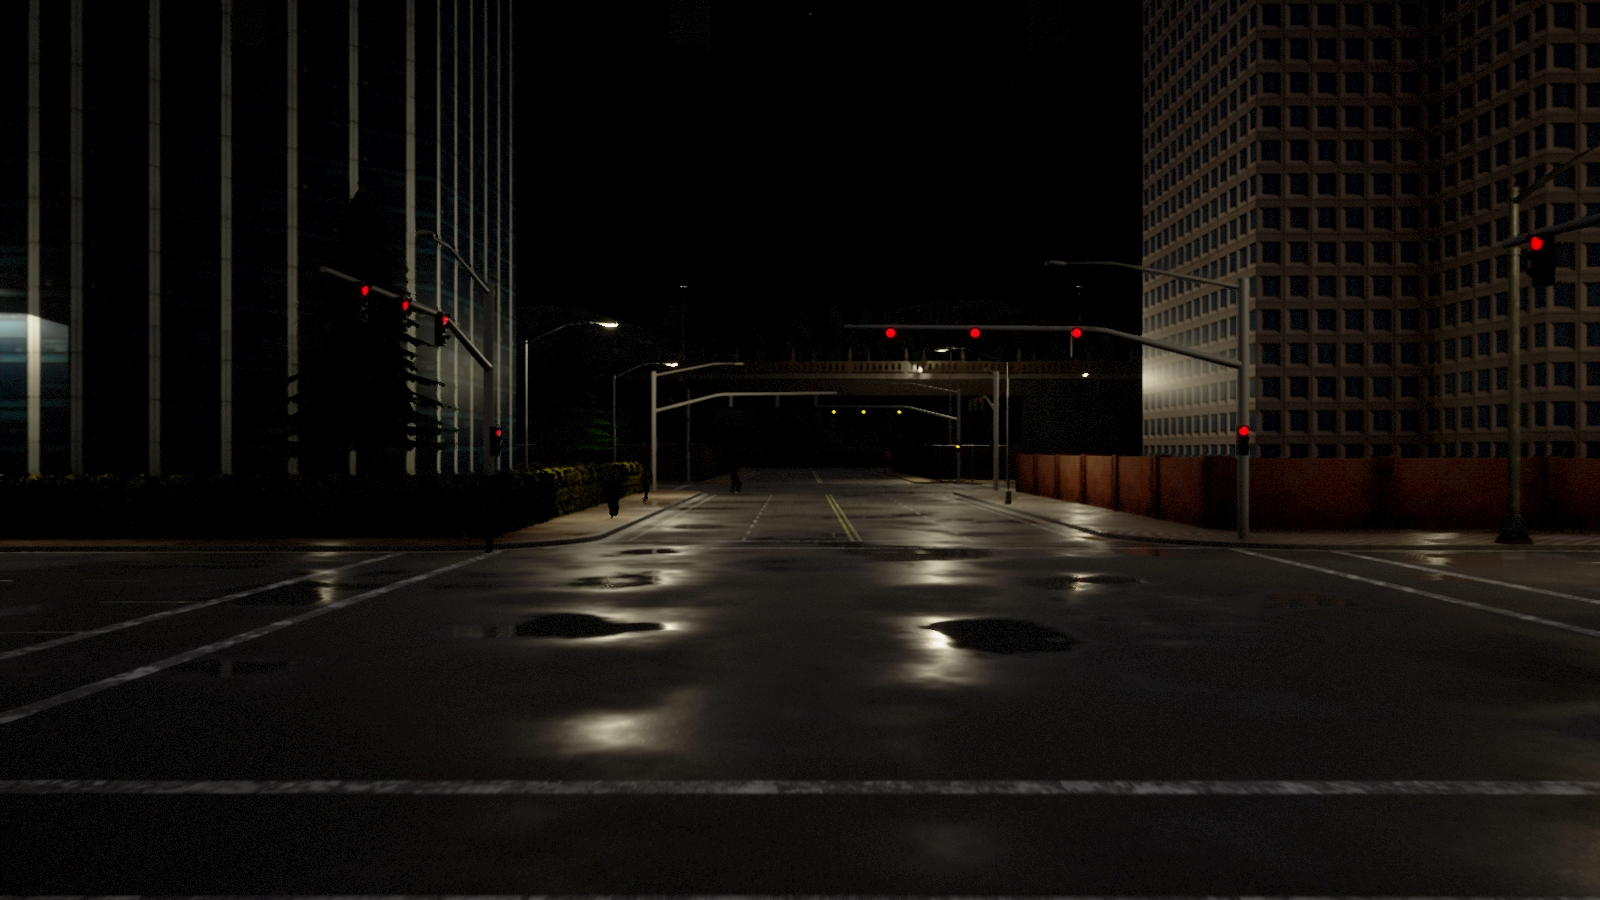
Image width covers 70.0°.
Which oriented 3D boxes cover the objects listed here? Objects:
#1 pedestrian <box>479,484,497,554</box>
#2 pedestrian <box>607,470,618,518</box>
[{"bbox_3d":[-8.401,1.848,30.784,0.375,1.860,0.375,0,0,2],"label":"pedestrian"},{"bbox_3d":[-7.210,1.695,44.051,0.375,1.860,0.375,0,0,-2],"label":"pedestrian"}]
